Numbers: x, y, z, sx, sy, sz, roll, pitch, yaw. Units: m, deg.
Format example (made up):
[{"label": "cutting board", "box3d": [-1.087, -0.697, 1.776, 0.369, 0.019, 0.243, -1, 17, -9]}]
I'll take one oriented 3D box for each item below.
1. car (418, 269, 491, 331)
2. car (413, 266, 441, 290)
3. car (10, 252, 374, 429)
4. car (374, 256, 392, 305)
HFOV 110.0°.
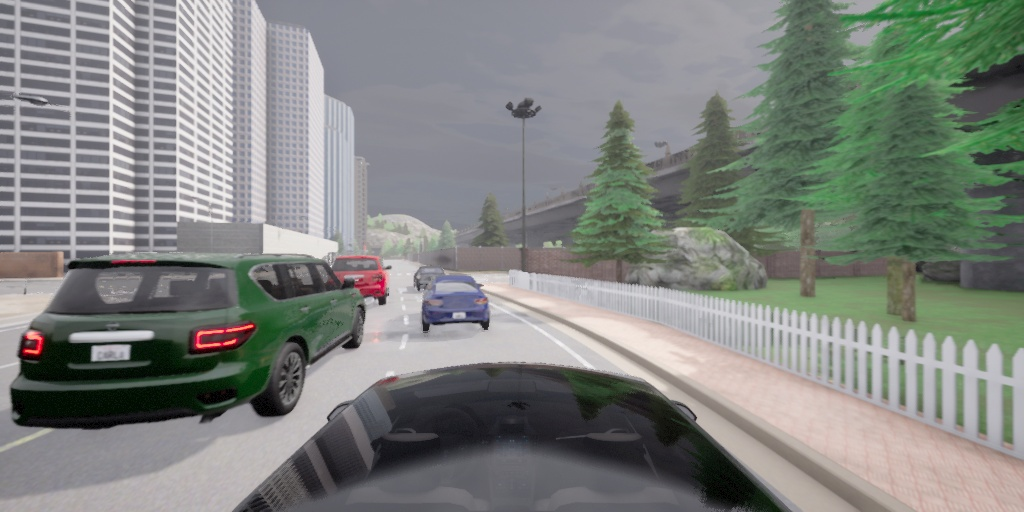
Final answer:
[{"label": "car", "box3d": [-1.818, 1.294, 11.036, 1.812, 1.442, 4.674, 0, 0, -13]}, {"label": "car", "box3d": [-5.230, 1.345, 22.853, 2.033, 1.411, 5.357, 0, 0, -18]}, {"label": "car", "box3d": [-4.091, 0.986, 5.934, 2.150, 2.045, 5.566, 0, 0, -9]}, {"label": "car", "box3d": [-6.646, 1.006, 15.970, 2.150, 2.045, 5.566, 0, 0, -17]}]
